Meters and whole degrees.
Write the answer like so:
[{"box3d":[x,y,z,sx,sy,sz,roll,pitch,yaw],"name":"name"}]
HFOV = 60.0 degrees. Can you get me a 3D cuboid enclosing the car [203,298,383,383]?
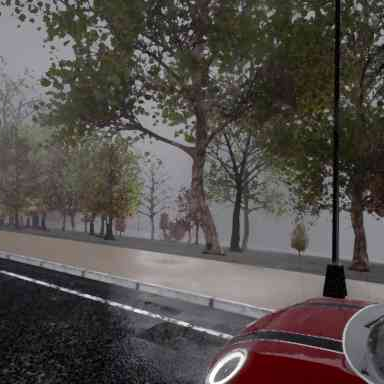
[{"box3d":[2.238,1.352,2.079,4.553,1.767,2.097,0,0,36],"name":"car"}]
